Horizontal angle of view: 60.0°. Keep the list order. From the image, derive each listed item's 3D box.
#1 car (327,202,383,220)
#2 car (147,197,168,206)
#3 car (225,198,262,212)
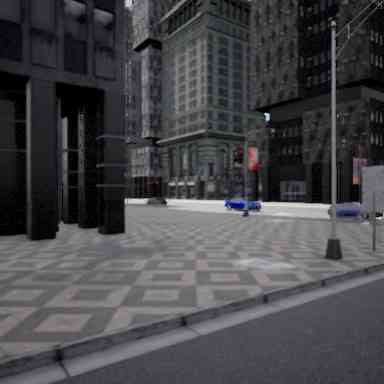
[{"bbox_3d":[13.568,1.521,27.877,1.994,1.385,4.181,0,0,-35],"label":"car"},{"bbox_3d":[-5.765,1.520,55.320,1.994,1.385,4.181,0,0,-35],"label":"car"},{"bbox_3d":[5.913,1.429,38.686,1.882,1.535,5.008,0,0,-35],"label":"car"}]
